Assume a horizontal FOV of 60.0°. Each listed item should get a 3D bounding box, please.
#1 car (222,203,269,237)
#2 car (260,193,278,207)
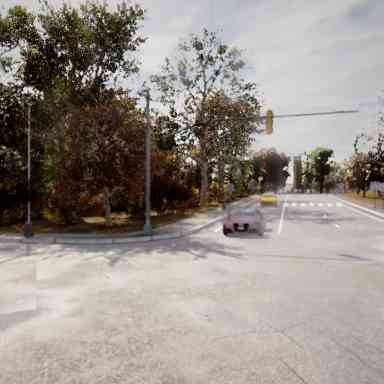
[{"bbox_3d":[2.914,1.534,18.057,1.994,1.385,4.181,0,1,16],"label":"car"},{"bbox_3d":[9.296,0.936,40.043,1.882,1.535,5.008,0,2,16],"label":"car"}]
